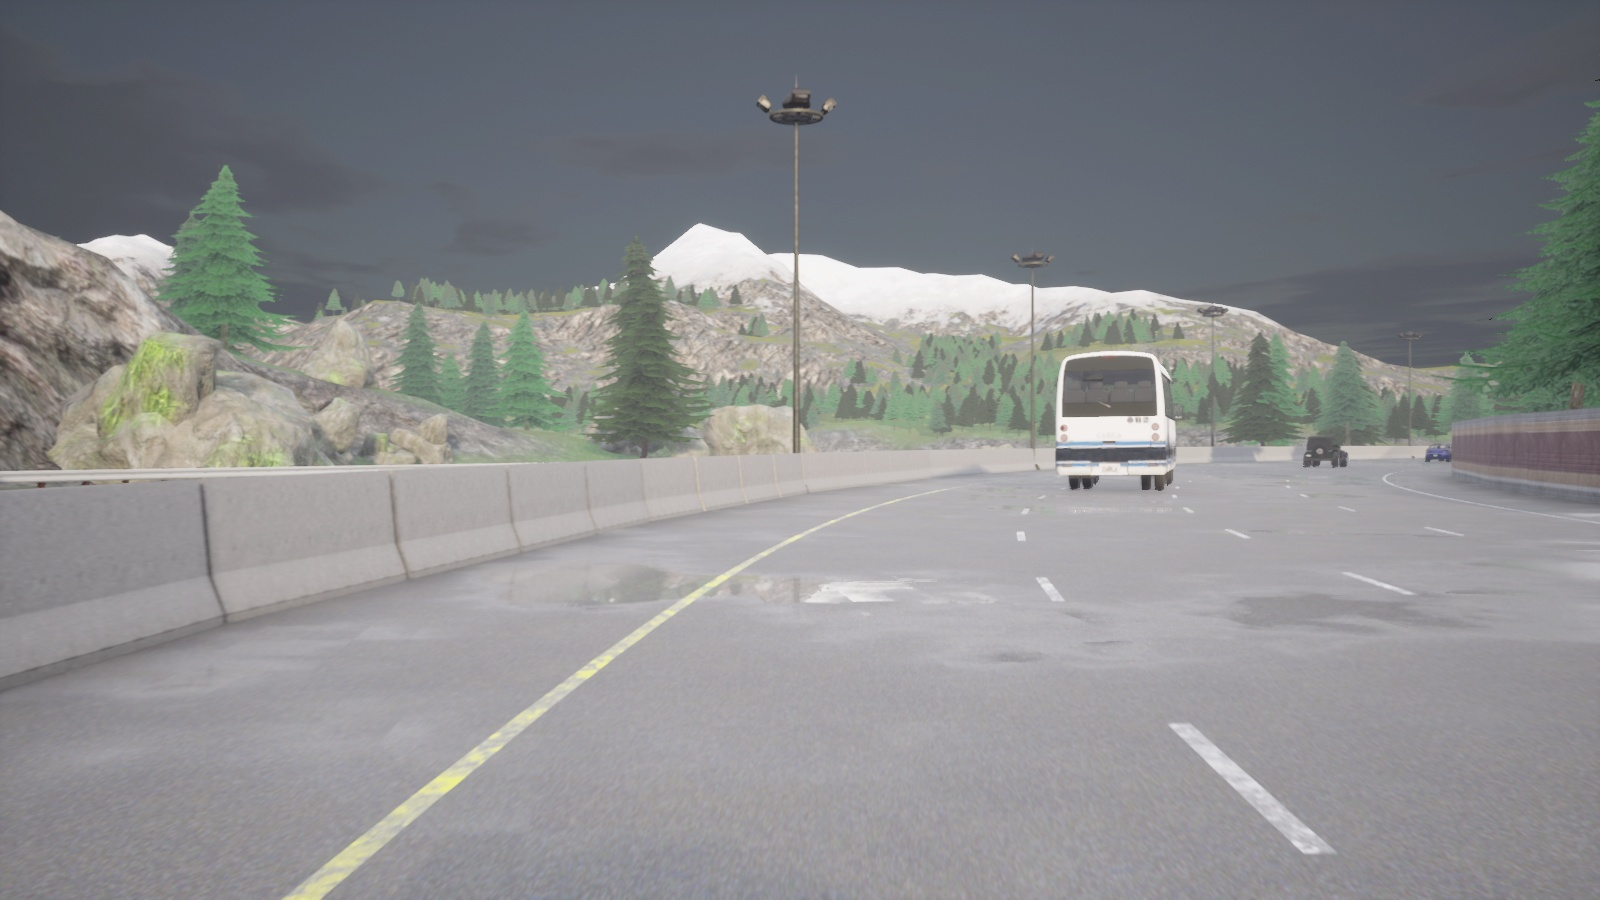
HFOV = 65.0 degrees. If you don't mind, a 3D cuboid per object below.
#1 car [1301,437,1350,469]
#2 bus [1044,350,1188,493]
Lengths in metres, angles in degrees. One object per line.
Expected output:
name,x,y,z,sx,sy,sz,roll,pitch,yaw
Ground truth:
car,31.483,0.155,75.173,1.905,1.878,3.866,0,0,35
bus,11.059,-0.859,42.919,3.944,4.253,10.273,0,0,19
